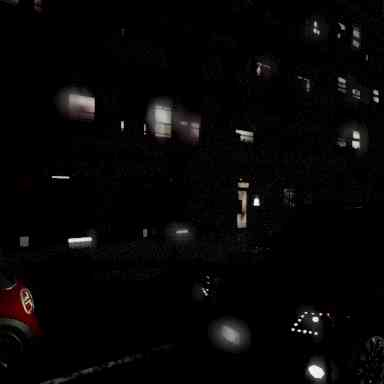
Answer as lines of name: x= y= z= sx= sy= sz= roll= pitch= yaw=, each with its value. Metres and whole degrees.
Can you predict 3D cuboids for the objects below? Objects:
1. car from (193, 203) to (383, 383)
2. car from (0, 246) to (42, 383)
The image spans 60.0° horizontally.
car: x=2.679 y=1.222 z=5.270 sx=5.566 sy=2.045 sz=2.150 roll=0 pitch=0 yaw=-35
car: x=-4.021 y=1.440 z=3.691 sx=4.097 sy=1.590 sz=1.967 roll=0 pitch=0 yaw=-35
